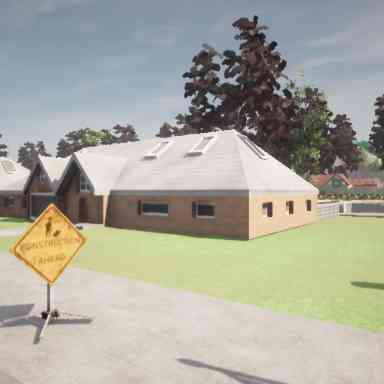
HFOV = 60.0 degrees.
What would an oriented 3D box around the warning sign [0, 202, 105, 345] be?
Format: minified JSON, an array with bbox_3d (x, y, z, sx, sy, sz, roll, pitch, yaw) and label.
[{"bbox_3d":[-2.248,1.112,5.288,1.060,1.860,1.300,0,0,35],"label":"warning sign"}]
